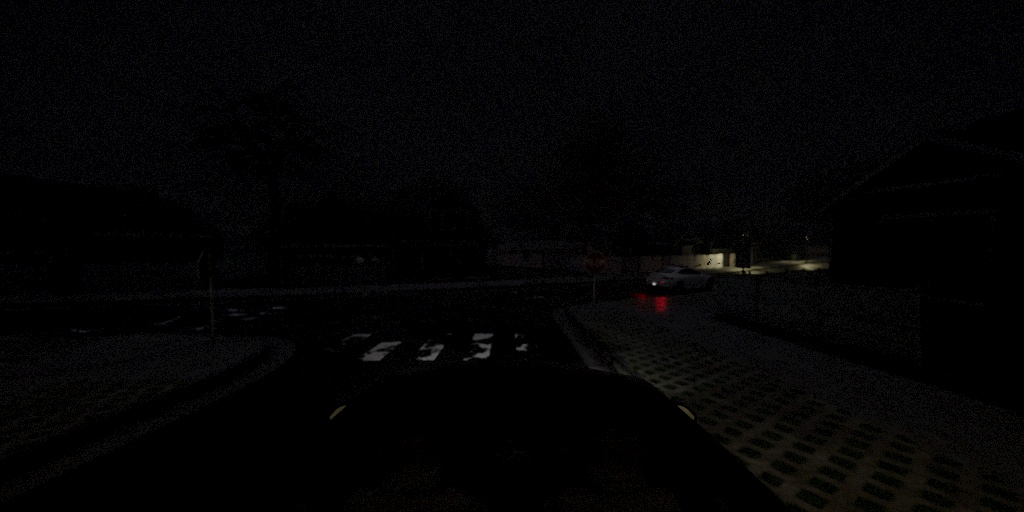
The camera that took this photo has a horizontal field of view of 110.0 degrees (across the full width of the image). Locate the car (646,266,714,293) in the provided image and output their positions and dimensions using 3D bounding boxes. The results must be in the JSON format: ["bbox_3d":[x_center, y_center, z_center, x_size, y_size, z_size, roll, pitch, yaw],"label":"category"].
[{"bbox_3d":[10.099,1.328,21.566,4.674,1.442,1.812,-1,3,-30],"label":"car"}]
